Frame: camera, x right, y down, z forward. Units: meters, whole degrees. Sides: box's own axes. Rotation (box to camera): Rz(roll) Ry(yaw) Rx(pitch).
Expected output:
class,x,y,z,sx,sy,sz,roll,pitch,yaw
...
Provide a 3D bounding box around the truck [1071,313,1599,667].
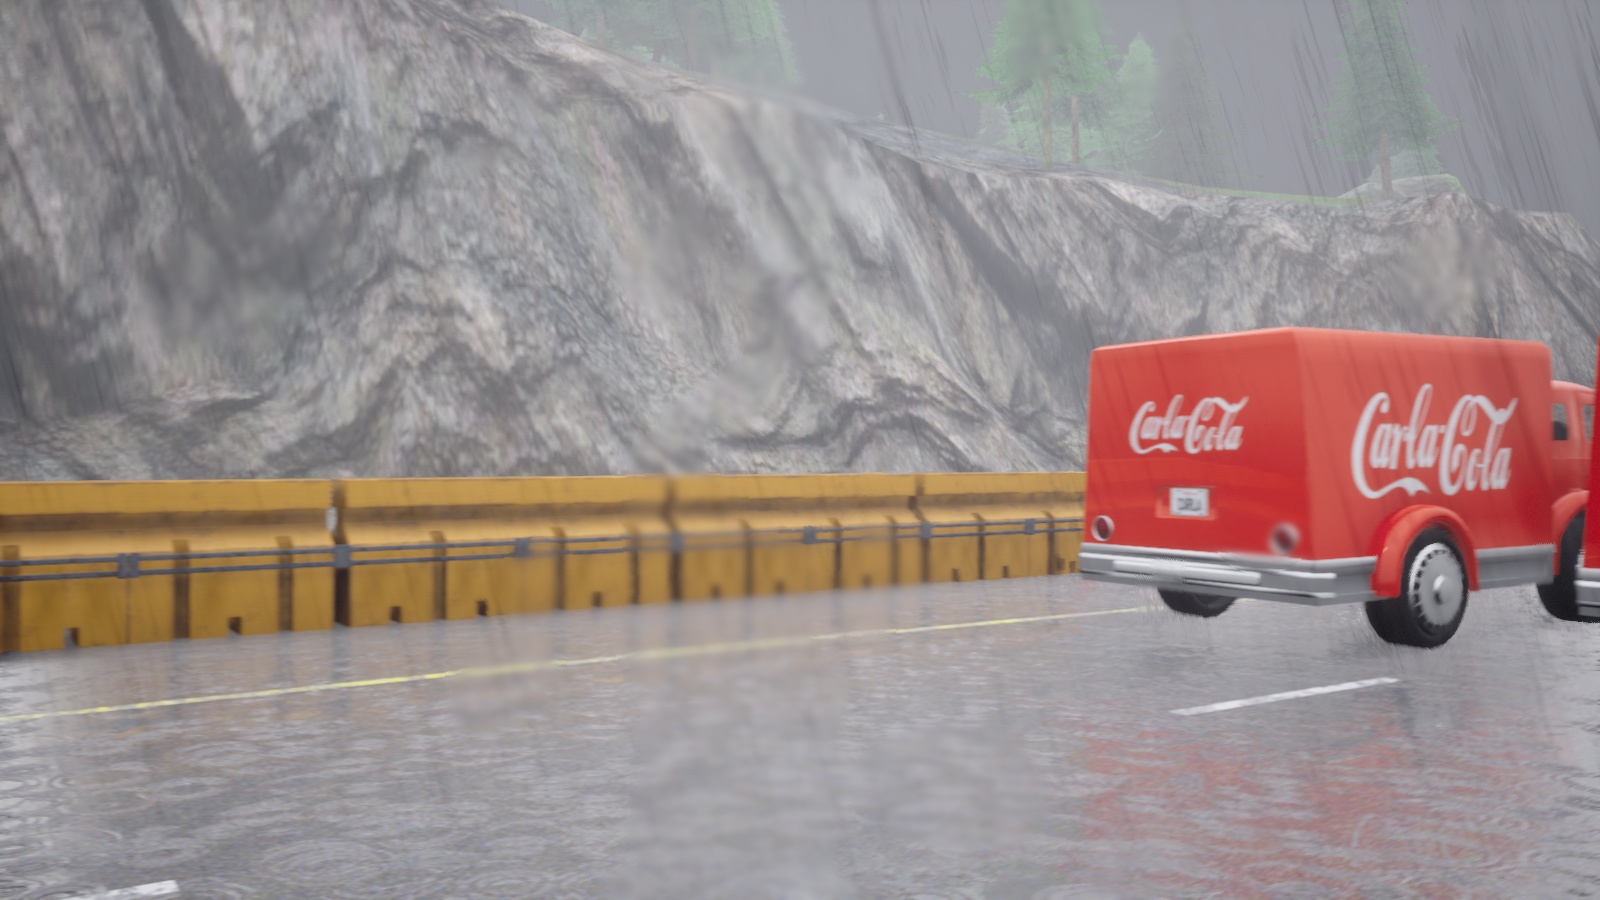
class,x,y,z,sx,sy,sz,roll,pitch,yaw
truck,5.296,0.277,11.220,5.204,2.467,2.627,0,0,-31

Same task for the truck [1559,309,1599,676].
class,x,y,z,sx,sy,sz,roll,pitch,yaw
truck,8.166,0.266,8.852,5.204,2.467,2.627,0,0,-30
